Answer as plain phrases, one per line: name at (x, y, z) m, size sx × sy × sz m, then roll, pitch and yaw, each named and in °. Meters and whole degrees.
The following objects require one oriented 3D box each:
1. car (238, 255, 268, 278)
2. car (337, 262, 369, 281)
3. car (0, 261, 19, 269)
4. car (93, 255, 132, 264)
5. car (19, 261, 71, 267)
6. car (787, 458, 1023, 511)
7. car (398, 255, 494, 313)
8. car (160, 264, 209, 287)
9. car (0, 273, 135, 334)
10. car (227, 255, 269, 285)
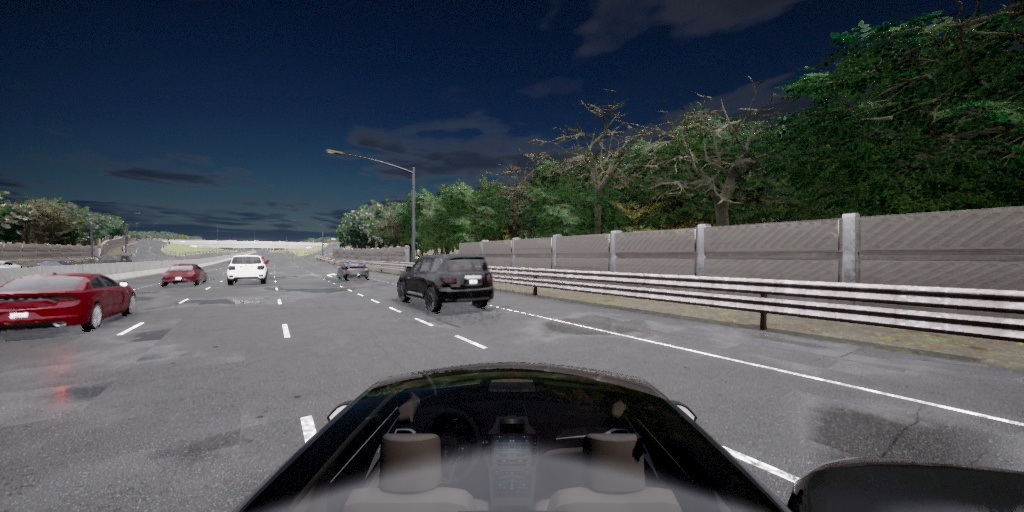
car at (-25.287, 0.946, 35.202) m, size 2.150 × 2.045 × 5.566 m, roll 0°, pitch 0°, yaw -34°
car at (-13.265, 1.227, 29.840) m, size 2.128 × 1.511 × 4.902 m, roll 0°, pitch 0°, yaw -34°
car at (-50.782, 1.231, 35.256) m, size 1.812 × 1.442 × 4.674 m, roll 0°, pitch 0°, yaw -33°
car at (-47.106, 0.924, 42.394) m, size 2.150 × 2.045 × 5.566 m, roll 0°, pitch 0°, yaw -33°
car at (-48.088, 1.253, 37.514) m, size 2.033 × 1.411 × 5.357 m, roll 0°, pitch 0°, yaw -33°
car at (2.985, 1.315, 0.538) m, size 4.181 × 1.385 × 1.994 m, roll 0°, pitch 0°, yaw 34°
car at (-2.817, 0.969, 14.361) m, size 2.150 × 2.045 × 5.566 m, roll 0°, pitch 0°, yaw -34°
car at (-22.398, 1.260, 24.605) m, size 1.812 × 1.442 × 4.674 m, roll 0°, pitch 0°, yaw -34°
car at (-12.766, 1.223, 10.326) m, size 1.882 × 1.535 × 5.008 m, roll 0°, pitch 0°, yaw -34°
car at (-19.282, 0.957, 26.244) m, size 2.150 × 2.045 × 5.566 m, roll 0°, pitch 0°, yaw -34°
